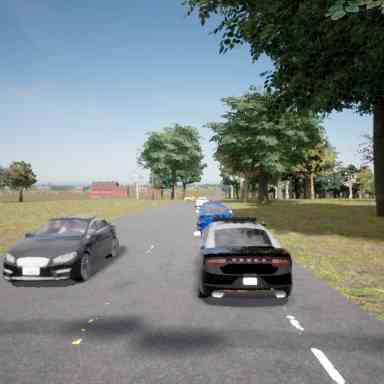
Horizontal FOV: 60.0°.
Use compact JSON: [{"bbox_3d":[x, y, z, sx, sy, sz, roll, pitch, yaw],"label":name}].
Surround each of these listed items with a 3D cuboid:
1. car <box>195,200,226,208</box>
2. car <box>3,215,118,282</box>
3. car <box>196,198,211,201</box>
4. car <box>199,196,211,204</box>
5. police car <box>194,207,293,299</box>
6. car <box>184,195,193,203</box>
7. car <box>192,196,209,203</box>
[{"bbox_3d":[1.253,1.458,18.491,1.882,1.535,5.008,0,0,1],"label":"car"},{"bbox_3d":[-3.529,1.483,9.810,2.128,1.511,4.902,0,0,1],"label":"car"},{"bbox_3d":[1.419,1.477,24.465,1.837,1.490,4.892,0,0,2],"label":"car"},{"bbox_3d":[2.456,1.510,61.276,1.895,1.301,4.718,0,0,5],"label":"car"},{"bbox_3d":[1.085,1.419,8.639,1.930,1.638,5.238,0,0,1],"label":"police car"},{"bbox_3d":[-0.456,1.368,67.992,1.882,1.535,5.008,0,0,5],"label":"car"},{"bbox_3d":[1.451,1.462,46.215,1.812,1.442,4.674,0,0,4],"label":"car"}]
